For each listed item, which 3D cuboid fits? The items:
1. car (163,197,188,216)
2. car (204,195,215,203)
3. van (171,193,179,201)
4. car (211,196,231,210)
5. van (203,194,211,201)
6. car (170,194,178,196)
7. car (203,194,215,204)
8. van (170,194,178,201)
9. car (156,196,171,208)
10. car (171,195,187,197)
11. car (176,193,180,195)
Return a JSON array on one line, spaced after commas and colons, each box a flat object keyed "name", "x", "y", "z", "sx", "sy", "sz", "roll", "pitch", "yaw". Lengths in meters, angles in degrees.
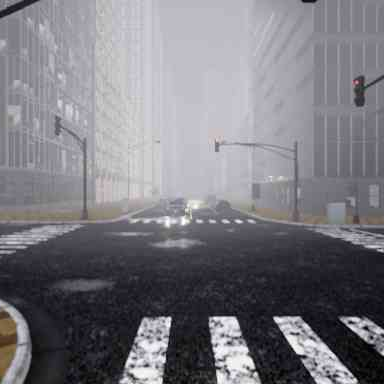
[{"name": "car", "x": -1.575, "y": 1.534, "z": 33.196, "sx": 1.812, "sy": 1.442, "sz": 4.674, "roll": 0, "pitch": 0, "yaw": 0}, {"name": "car", "x": 3.595, "y": 1.414, "z": 69.608, "sx": 1.967, "sy": 1.590, "sz": 4.097, "roll": 0, "pitch": 0, "yaw": 0}, {"name": "van", "x": -4.395, "y": 1.293, "z": 86.138, "sx": 1.690, "sy": 1.788, "sz": 3.998, "roll": 0, "pitch": 0, "yaw": 0}, {"name": "car", "x": 3.827, "y": 1.568, "z": 41.972, "sx": 1.947, "sy": 1.339, "sz": 4.313, "roll": 0, "pitch": 0, "yaw": 0}, {"name": "van", "x": 3.522, "y": 1.300, "z": 80.663, "sx": 1.690, "sy": 1.788, "sz": 3.998, "roll": 0, "pitch": 0, "yaw": 0}, {"name": "car", "x": -4.248, "y": 1.547, "z": 64.028, "sx": 1.947, "sy": 1.339, "sz": 4.313, "roll": 0, "pitch": 0, "yaw": 0}, {"name": "car", "x": 3.632, "y": 1.296, "z": 64.080, "sx": 2.192, "sy": 1.841, "sz": 5.009, "roll": 0, "pitch": 0, "yaw": 0}, {"name": "van", "x": -4.358, "y": 1.300, "z": 80.611, "sx": 1.690, "sy": 1.788, "sz": 3.998, "roll": 0, "pitch": 0, "yaw": 0}, {"name": "car", "x": -4.139, "y": 1.580, "z": 47.446, "sx": 1.802, "sy": 1.307, "sz": 4.206, "roll": 0, "pitch": 0, "yaw": 0}, {"name": "car", "x": -1.656, "y": 1.526, "z": 45.849, "sx": 1.812, "sy": 1.442, "sz": 4.674, "roll": 0, "pitch": 0, "yaw": -1}, {"name": "car", "x": -1.712, "y": 1.472, "z": 65.967, "sx": 2.128, "sy": 1.511, "sz": 4.902, "roll": 0, "pitch": 0, "yaw": 0}]
